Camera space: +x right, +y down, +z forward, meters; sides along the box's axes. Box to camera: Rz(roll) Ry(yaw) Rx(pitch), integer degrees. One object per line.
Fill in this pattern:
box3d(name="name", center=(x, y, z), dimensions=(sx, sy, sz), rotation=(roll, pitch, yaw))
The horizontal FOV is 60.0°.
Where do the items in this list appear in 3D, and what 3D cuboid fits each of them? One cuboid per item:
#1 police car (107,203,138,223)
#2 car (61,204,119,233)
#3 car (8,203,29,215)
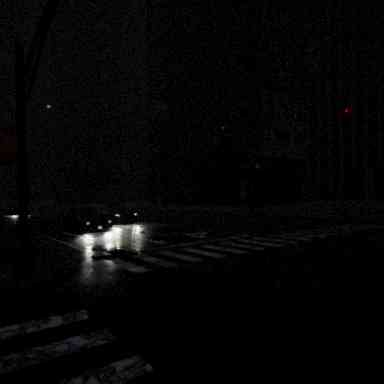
box3d(name="police car", center=(-5.963, 1.658, 25.890), dimensions=(2.038, 1.542, 4.974), rotation=(-2, 0, -36))
box3d(name="car", center=(-6.947, 1.726, 21.571), dimensions=(2.033, 1.411, 5.357), rotation=(-2, 0, -36))
box3d(name="car", center=(-22.419, 2.172, 42.779), dimensions=(2.033, 1.411, 5.357), rotation=(-2, 0, -36))
